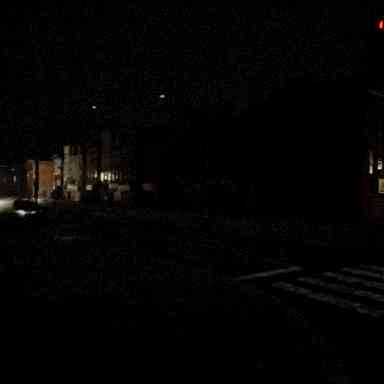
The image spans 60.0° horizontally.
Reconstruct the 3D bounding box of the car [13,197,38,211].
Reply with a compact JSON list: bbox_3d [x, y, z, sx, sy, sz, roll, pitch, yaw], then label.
[{"bbox_3d":[-18.917,1.303,37.614,2.033,1.411,5.357,2,-1,-37],"label":"car"}]
